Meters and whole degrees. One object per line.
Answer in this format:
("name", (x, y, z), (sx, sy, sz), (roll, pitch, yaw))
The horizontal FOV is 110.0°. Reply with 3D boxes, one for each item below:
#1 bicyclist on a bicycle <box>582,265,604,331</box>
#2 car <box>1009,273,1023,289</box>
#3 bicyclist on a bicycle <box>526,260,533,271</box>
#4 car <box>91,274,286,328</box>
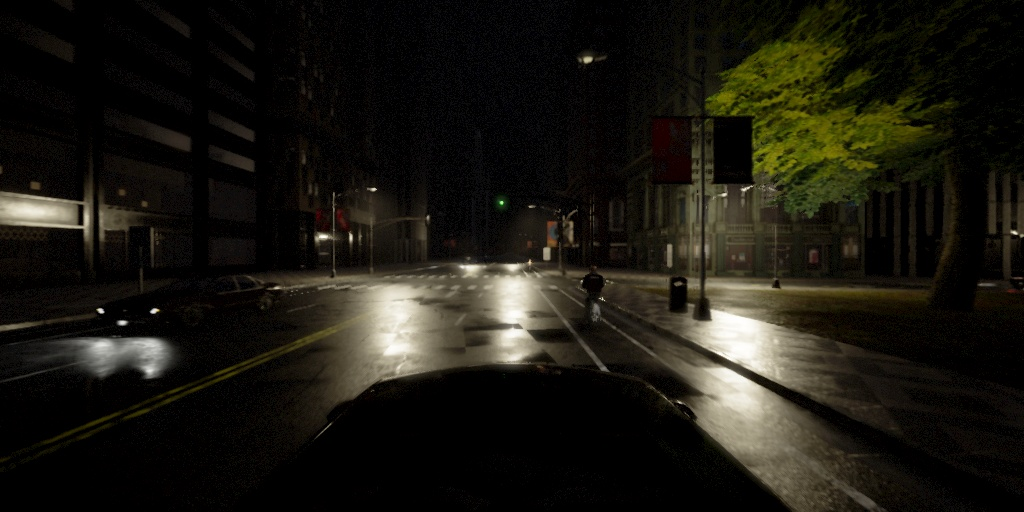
("bicyclist on a bicycle", (2.249, 1.131, 10.132), (0.659, 1.776, 1.843), (0, 0, 0))
("car", (43.400, 2.030, 28.938), (4.902, 1.511, 2.128), (1, 0, -1))
("bicyclist on a bicycle", (2.246, 1.243, 44.740), (0.866, 1.612, 1.509), (0, 0, 0))
("car", (-9.830, 1.310, 11.710), (2.033, 1.411, 5.357), (0, 0, 0))
